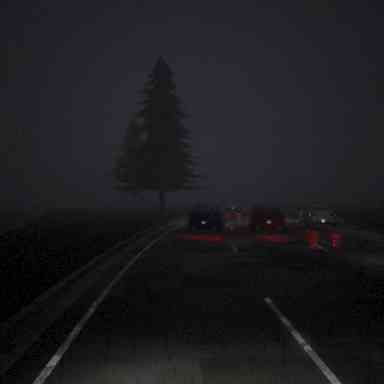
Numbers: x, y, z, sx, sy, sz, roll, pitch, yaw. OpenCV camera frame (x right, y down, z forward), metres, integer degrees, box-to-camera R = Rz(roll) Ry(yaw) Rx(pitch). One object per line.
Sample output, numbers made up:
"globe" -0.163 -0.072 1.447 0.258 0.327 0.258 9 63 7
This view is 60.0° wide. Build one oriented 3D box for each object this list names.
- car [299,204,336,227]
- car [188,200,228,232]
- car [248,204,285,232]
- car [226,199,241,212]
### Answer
"car" 8.462 1.527 22.610 1.812 1.442 4.674 0 0 11
"car" 0.963 1.465 20.138 1.882 1.535 5.008 0 0 8
"car" 4.517 1.472 20.415 1.882 1.535 5.008 0 0 8
"car" 4.506 1.508 38.562 1.812 1.442 4.674 1 0 1
